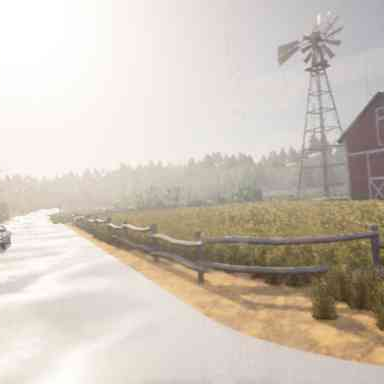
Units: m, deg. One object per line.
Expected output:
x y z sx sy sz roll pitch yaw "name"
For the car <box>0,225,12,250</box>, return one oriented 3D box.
-11.893 2.683 19.685 1.895 1.301 4.718 -4 -1 -25 "car"
